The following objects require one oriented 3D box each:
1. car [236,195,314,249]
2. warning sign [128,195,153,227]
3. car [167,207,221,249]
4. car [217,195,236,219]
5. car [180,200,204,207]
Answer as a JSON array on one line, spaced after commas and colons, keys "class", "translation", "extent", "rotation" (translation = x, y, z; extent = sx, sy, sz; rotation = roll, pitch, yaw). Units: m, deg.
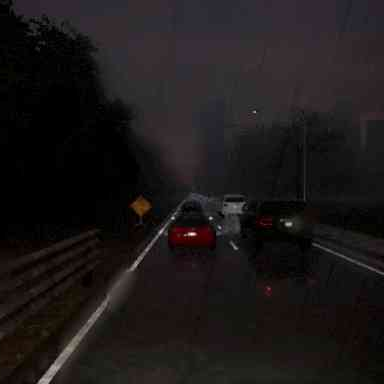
[{"class": "car", "translation": [3.500, 1.258, 14.649], "extent": [2.150, 2.045, 5.566], "rotation": [0, 0, 0]}, {"class": "warning sign", "translation": [-3.049, 1.115, 19.898], "extent": [1.300, 1.860, 1.060], "rotation": [0, 0, 0]}, {"class": "car", "translation": [0.001, 1.573, 14.619], "extent": [1.994, 1.385, 4.181], "rotation": [0, 0, 0]}, {"class": "car", "translation": [3.501, 1.258, 29.649], "extent": [2.150, 2.045, 5.566], "rotation": [0, 0, 0]}, {"class": "car", "translation": [0.001, 1.485, 29.619], "extent": [1.882, 1.535, 5.008], "rotation": [0, 0, 0]}]
